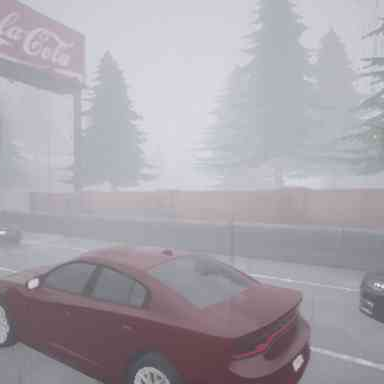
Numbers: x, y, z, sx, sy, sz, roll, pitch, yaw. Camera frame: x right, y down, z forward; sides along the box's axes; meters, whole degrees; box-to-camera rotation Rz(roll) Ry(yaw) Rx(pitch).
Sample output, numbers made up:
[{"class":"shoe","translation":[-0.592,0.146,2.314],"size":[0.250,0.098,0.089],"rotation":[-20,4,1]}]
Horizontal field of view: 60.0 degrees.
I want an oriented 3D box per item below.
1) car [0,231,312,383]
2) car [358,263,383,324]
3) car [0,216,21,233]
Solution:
[{"class":"car","translation":[-0.976,1.506,4.688],"size":[5.008,1.535,1.882],"rotation":[0,0,35]},{"class":"car","translation":[5.085,1.480,4.671],"size":[4.902,1.511,2.128],"rotation":[0,0,35]},{"class":"car","translation":[-9.567,1.701,15.108],"size":[4.181,1.385,1.994],"rotation":[-1,0,35]}]
